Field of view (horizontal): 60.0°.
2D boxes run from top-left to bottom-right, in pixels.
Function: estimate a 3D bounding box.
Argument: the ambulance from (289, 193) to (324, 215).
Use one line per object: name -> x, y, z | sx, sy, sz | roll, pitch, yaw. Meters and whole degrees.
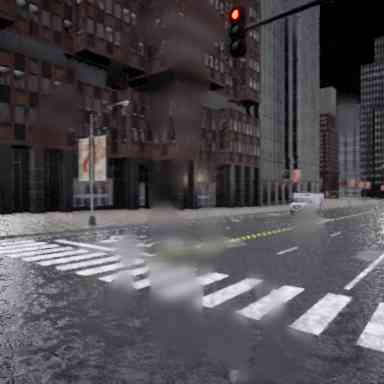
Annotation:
ambulance -> 13.501, 1.368, 39.197 | 2.351, 2.431, 6.366 | 0, 0, 38
